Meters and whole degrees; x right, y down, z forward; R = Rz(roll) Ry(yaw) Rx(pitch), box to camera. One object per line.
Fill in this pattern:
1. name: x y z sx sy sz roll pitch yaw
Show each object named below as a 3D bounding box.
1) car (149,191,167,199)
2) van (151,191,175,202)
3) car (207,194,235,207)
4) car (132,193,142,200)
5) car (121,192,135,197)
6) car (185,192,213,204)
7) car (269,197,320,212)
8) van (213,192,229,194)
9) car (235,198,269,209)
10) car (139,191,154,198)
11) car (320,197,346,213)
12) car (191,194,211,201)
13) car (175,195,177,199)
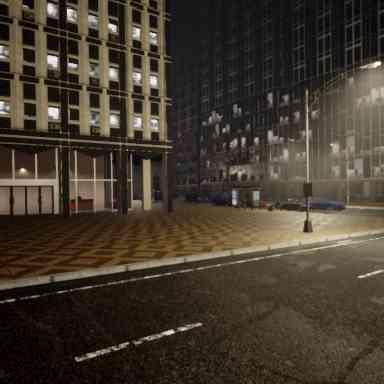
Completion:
1. car: -7.994 0.613 77.585 2.192 1.841 5.009 0 1 -35
2. van: -5.222 0.936 58.791 1.690 1.788 3.998 0 1 -35
3. car: 4.405 1.318 44.724 1.947 1.339 4.313 -1 1 -35
4. car: -11.672 1.038 68.155 2.008 1.369 4.403 0 1 -35
5. car: -17.667 0.686 91.629 2.008 1.369 4.403 0 1 -35
6. car: 0.761 0.967 54.699 2.097 1.767 4.553 -1 1 -34
7. car: 10.792 1.422 35.318 1.947 1.339 4.313 -1 1 -35
8. van: 4.902 0.853 58.863 1.690 1.788 3.998 -1 1 -35
9. car: 7.581 1.387 40.011 1.802 1.307 4.206 -1 1 -35
10. car: -11.219 0.684 82.267 1.967 1.590 4.097 0 1 -35
11. car: 13.883 1.304 35.608 1.882 1.535 5.008 -1 1 -35
12. car: 1.679 1.041 63.547 1.802 1.307 4.206 -1 1 -35
13. car: -4.770 0.934 72.908 1.802 1.307 4.206 0 1 -35
